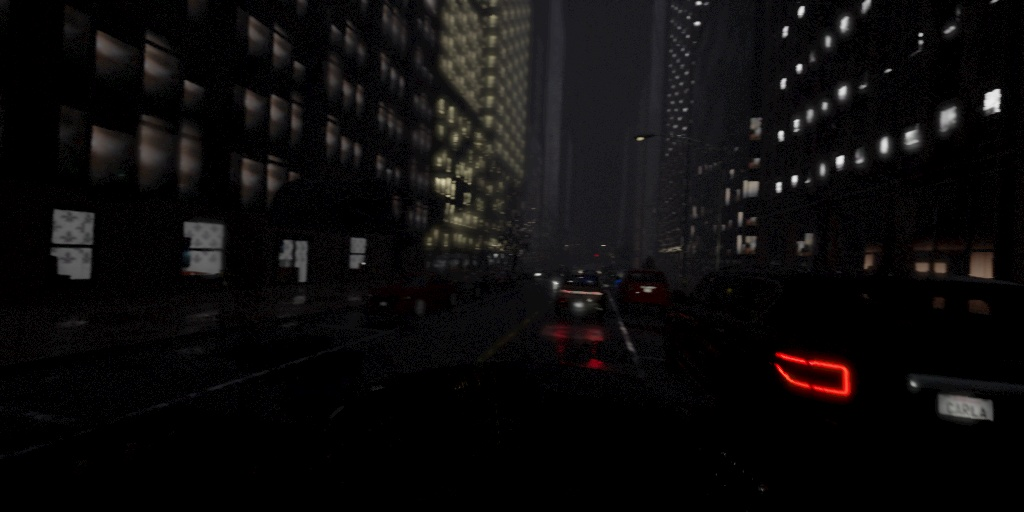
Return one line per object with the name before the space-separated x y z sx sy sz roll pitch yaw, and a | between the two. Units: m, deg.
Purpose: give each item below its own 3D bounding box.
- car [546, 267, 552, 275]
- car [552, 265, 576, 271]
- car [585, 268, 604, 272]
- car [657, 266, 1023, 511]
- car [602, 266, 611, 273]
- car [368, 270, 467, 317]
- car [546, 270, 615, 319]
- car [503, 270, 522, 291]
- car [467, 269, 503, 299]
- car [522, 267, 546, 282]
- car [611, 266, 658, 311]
car | 4.371 2.033 46.386 2.007 1.370 4.403 0 0 13
car | 6.275 2.031 42.682 1.837 1.490 4.892 2 -1 14
car | 6.730 1.930 31.100 1.812 1.442 4.674 2 -1 13
car | 3.700 1.183 5.052 2.150 2.045 5.566 2 -1 13
car | 12.520 2.376 44.457 2.007 1.370 4.403 0 0 13
car | -3.452 1.278 13.202 1.888 1.381 4.507 0 0 13
car | 2.858 1.524 14.621 2.128 1.511 4.902 2 -1 13
car | -0.844 1.565 24.264 1.802 1.307 4.207 0 0 13
car | -2.149 1.409 18.733 2.007 1.370 4.403 0 0 13
car | 1.763 1.784 35.325 2.007 1.370 4.403 0 0 13
car | 6.000 1.516 16.804 2.192 1.841 5.009 0 0 13
